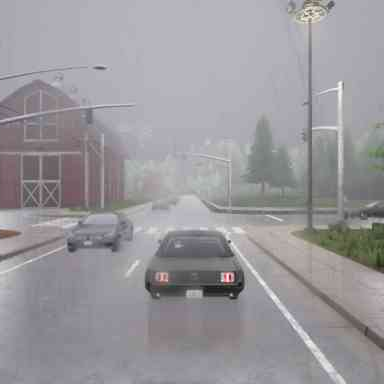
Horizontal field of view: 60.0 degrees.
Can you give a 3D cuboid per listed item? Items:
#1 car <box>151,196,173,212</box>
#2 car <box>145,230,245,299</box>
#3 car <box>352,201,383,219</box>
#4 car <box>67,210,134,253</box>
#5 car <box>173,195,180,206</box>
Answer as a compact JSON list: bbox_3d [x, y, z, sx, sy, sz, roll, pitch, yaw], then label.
[{"bbox_3d":[-3.602,1.526,39.258,1.812,1.442,4.674,0,0,0],"label":"car"},{"bbox_3d":[0.066,1.601,8.378,1.895,1.301,4.718,0,0,0],"label":"car"},{"bbox_3d":[15.113,1.499,27.170,4.674,1.442,1.812,0,0,-1],"label":"car"},{"bbox_3d":[-3.601,1.526,13.859,1.812,1.442,4.674,0,0,0],"label":"car"},{"bbox_3d":[-3.593,1.564,55.504,1.994,1.385,4.181,0,0,0],"label":"car"}]
